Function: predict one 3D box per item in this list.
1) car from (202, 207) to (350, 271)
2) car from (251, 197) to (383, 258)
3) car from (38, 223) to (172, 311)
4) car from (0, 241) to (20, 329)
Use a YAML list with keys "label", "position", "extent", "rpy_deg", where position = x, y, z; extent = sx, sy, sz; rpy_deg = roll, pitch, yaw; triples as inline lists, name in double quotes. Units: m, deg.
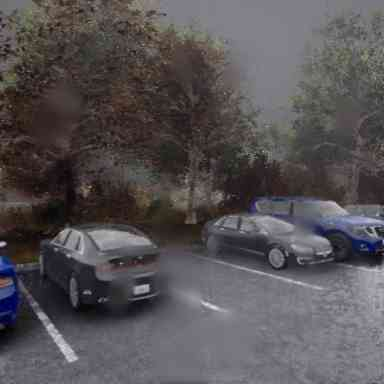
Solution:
- label: "car"
  position: [2.286, 1.484, 11.234]
  extent: [2.231, 1.521, 4.892]
  rpy_deg: [0, 0, -36]
- label: "car"
  position: [4.503, 1.231, 12.775]
  extent: [2.435, 2.045, 5.566]
  rpy_deg: [0, 0, -36]
- label: "car"
  position: [-2.302, 1.483, 7.941]
  extent: [2.231, 1.521, 4.892]
  rpy_deg: [0, 0, -36]
- label: "car"
  position: [-4.599, 1.480, 6.299]
  extent: [2.097, 1.535, 5.008]
  rpy_deg: [0, 0, -36]
